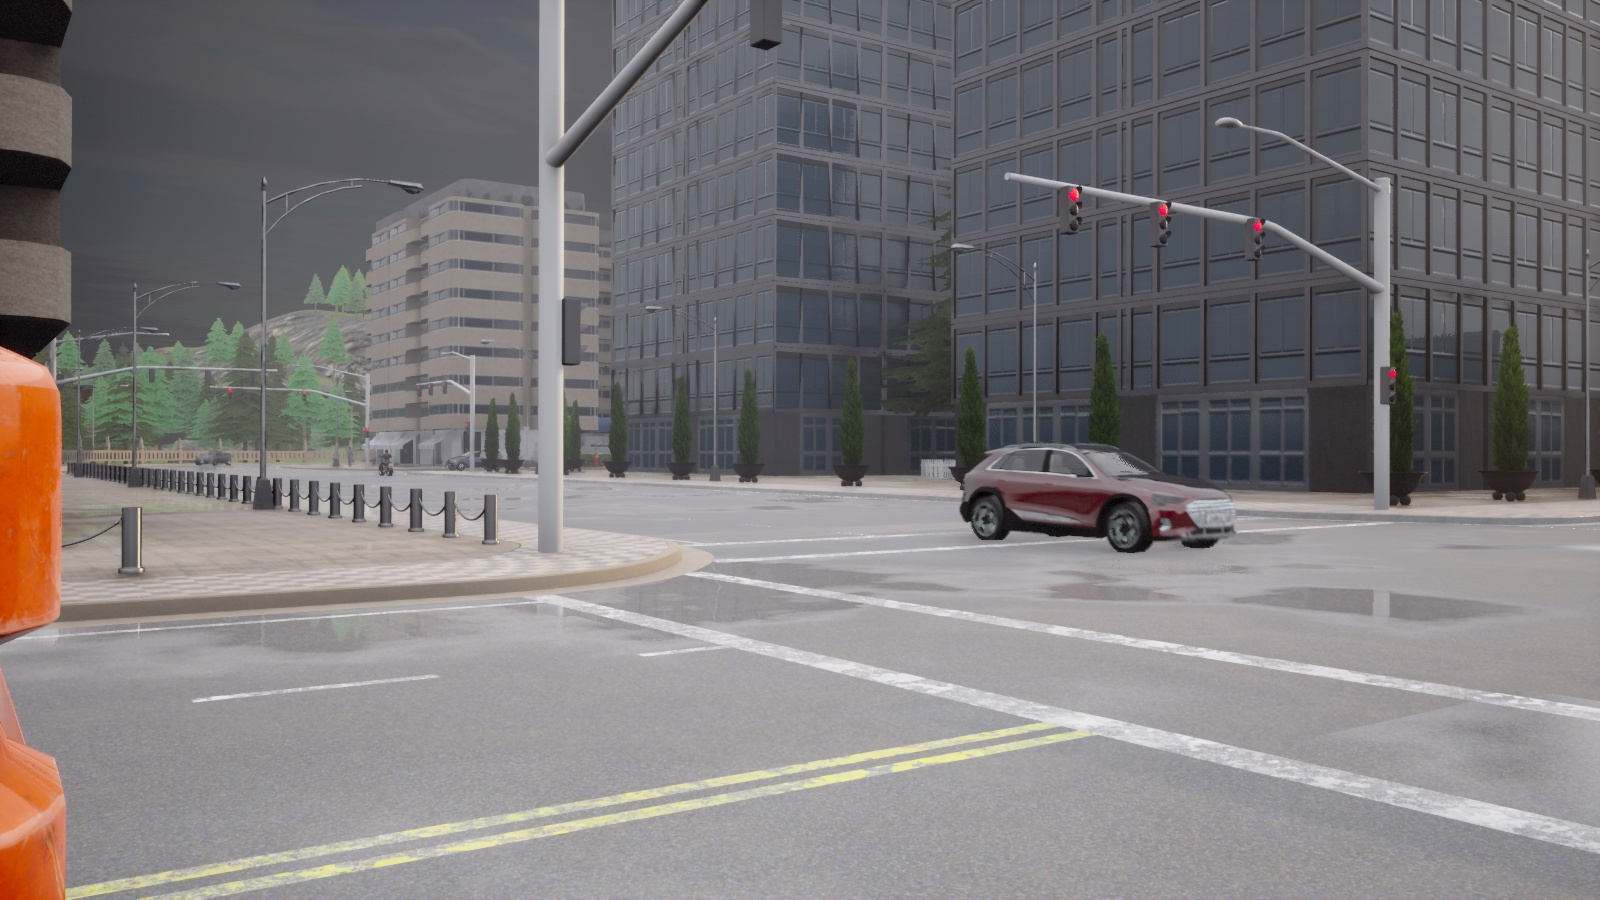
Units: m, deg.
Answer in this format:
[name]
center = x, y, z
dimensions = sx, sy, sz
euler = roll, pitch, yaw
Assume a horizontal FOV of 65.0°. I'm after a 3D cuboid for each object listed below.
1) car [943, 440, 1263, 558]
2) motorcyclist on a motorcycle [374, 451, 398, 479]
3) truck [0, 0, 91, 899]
[car]
center = 4.690, 0.679, 20.165
dimensions = 2.033, 1.649, 4.856
euler = 0, 0, -36
[motorcyclist on a motorcycle]
center = -24.902, 0.877, 75.473
dimensions = 0.766, 1.649, 2.350
euler = 0, 0, -34
[truck]
center = -4.853, -0.226, 0.292
dimensions = 7.936, 3.462, 2.891
euler = 0, 0, -35
